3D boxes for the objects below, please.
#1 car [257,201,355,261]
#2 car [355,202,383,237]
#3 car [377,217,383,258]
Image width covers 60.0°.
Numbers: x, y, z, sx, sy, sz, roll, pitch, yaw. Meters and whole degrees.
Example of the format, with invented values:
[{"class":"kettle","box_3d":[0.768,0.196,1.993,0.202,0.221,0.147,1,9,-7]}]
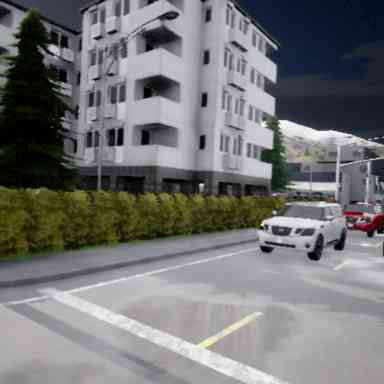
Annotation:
[{"class":"car","box_3d":[4.769,1.423,13.798,2.150,2.045,5.566,3,0,38]},{"class":"car","box_3d":[11.223,1.717,22.084,2.150,2.045,5.566,3,0,39]},{"class":"car","box_3d":[9.081,1.886,13.402,1.882,1.535,5.008,3,0,38]}]
